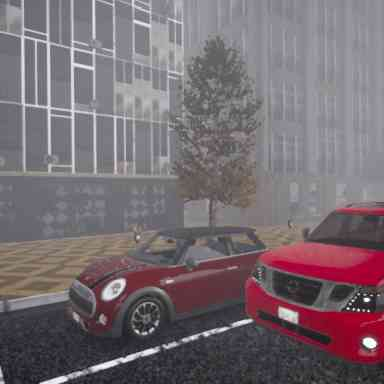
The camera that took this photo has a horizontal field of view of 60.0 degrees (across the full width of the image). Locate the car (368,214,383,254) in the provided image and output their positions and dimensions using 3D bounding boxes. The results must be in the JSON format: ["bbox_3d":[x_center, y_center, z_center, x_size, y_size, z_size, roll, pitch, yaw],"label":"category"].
[{"bbox_3d":[9.032,1.561,13.033,4.403,1.369,2.008,0,-1,-36],"label":"car"}]

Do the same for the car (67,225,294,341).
[{"bbox_3d":[-0.215,1.443,6.422,4.097,1.590,1.967,0,-1,-36],"label":"car"}]

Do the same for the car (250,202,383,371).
[{"bbox_3d":[3.478,1.226,5.870,5.566,2.045,2.150,0,0,-36],"label":"car"}]
